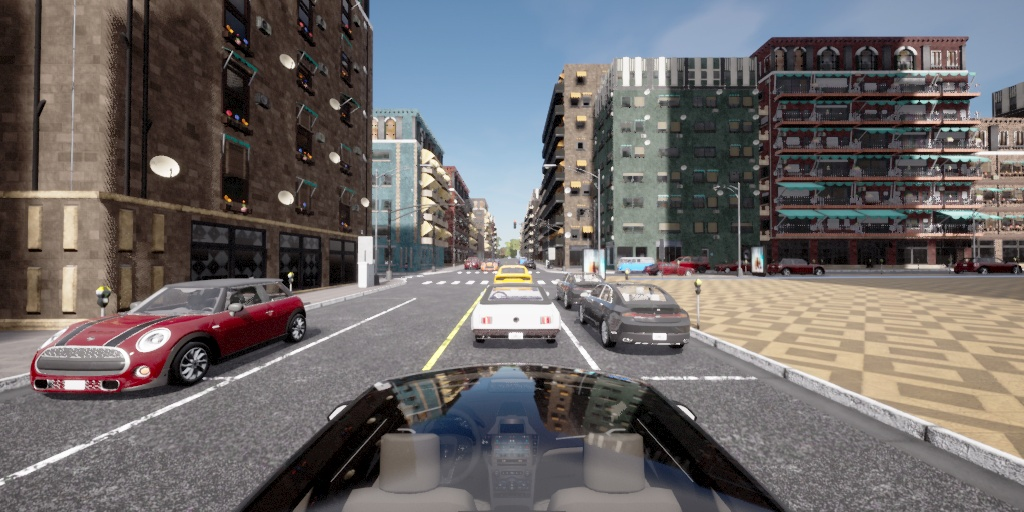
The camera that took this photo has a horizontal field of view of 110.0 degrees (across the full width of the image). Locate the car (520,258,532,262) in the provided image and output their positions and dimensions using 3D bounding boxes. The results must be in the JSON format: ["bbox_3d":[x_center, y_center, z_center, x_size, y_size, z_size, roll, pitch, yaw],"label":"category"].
[{"bbox_3d":[2.580,1.334,52.782,1.948,1.339,4.313,0,0,0],"label":"car"}]

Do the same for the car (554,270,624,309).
[{"bbox_3d":[2.793,1.304,14.590,2.007,1.370,4.403,0,0,0],"label":"car"}]

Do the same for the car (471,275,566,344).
[{"bbox_3d":[0.082,1.353,9.603,1.895,1.301,4.718,0,0,0],"label":"car"}]

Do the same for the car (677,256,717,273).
[{"bbox_3d":[19.215,0.977,39.593,5.009,1.841,2.192,0,0,0],"label":"car"}]

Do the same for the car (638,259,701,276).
[{"bbox_3d":[13.644,1.163,31.240,4.207,1.307,1.802,0,0,0],"label":"car"}]

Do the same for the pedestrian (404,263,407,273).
[{"bbox_3d":[-12.618,1.097,42.714,0.375,1.860,0.375,0,0,0],"label":"pedestrian"}]

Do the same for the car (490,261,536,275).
[{"bbox_3d":[0.055,1.233,19.056,1.882,1.535,5.008,0,0,0],"label":"car"}]

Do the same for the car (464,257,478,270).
[{"bbox_3d":[-5.800,1.083,52.804,2.192,1.841,5.009,0,0,0],"label":"car"}]

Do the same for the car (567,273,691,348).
[{"bbox_3d":[2.805,1.303,9.020,2.007,1.370,4.403,0,0,0],"label":"car"}]

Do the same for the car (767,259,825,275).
[{"bbox_3d":[24.699,0.935,31.185,4.097,1.591,1.967,0,0,0],"label":"car"}]

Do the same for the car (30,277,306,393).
[{"bbox_3d":[-5.830,1.191,6.765,1.967,1.591,4.097,0,0,0],"label":"car"}]

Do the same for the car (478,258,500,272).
[{"bbox_3d":[-2.936,1.124,46.630,2.097,1.767,4.553,0,0,-4],"label":"car"}]

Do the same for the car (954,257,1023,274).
[{"bbox_3d":[41.281,0.811,31.102,4.097,1.591,1.967,0,0,0],"label":"car"}]

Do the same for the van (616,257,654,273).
[{"bbox_3d":[13.688,1.046,39.620,3.998,1.789,1.690,0,0,0],"label":"van"}]

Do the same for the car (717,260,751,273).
[{"bbox_3d":[24.743,1.165,39.565,4.507,1.381,1.888,0,0,0],"label":"car"}]
